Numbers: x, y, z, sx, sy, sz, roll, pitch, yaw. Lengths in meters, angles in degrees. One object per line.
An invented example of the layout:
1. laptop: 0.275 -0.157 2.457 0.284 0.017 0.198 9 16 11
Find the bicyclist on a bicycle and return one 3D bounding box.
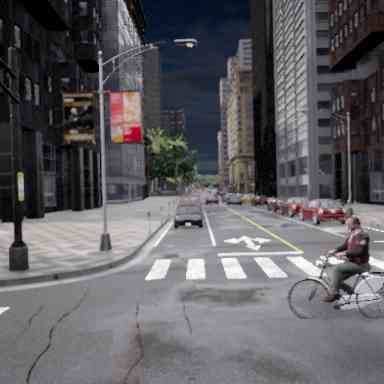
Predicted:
1. bicyclist on a bicycle: 2.531 1.291 5.610 1.843 1.776 0.659 -1 0 1

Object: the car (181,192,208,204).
1. car: -0.098 1.232 27.069 2.192 1.841 5.009 -2 0 1

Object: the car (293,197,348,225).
1. car: 8.329 1.167 21.487 1.967 1.590 4.097 -2 0 1

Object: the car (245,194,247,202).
1. car: 8.923 1.071 54.202 1.752 1.417 4.829 -2 0 1

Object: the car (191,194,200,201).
1. car: 0.792 1.204 75.896 1.887 1.381 4.507 -2 0 1

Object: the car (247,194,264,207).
1. car: 8.724 1.149 43.184 1.887 1.381 4.507 -2 0 1

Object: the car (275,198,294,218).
1. car: 8.427 1.136 26.911 1.967 1.590 4.097 -2 0 1

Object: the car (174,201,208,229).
1. car: -0.188 1.513 21.646 1.947 1.339 4.313 -2 0 1

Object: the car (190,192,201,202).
1. car: 0.687 1.001 70.470 2.192 1.841 5.009 -2 0 1

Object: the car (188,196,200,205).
1. car: 0.401 1.350 54.196 1.802 1.307 4.206 -2 0 1

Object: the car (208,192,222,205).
1. car: 3.122 1.185 51.943 1.882 1.535 5.008 -1 0 1

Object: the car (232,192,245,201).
1. car: 9.113 0.932 64.879 1.967 1.590 4.097 -2 0 1

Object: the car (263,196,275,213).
1. car: 8.529 1.247 32.336 1.802 1.307 4.206 -2 0 1

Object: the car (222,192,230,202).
1. car: 6.236 1.145 58.125 2.033 1.411 5.357 -1 0 1

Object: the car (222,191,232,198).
1. car: 9.601 0.676 91.999 2.192 1.841 5.009 -2 0 1

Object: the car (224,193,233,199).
1. car: 9.512 0.912 86.746 1.752 1.417 4.829 -2 0 1

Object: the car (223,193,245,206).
1. car: 6.088 1.212 48.243 1.994 1.385 4.181 -1 0 2

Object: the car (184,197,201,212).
1. car: 0.102 1.382 37.751 1.752 1.417 4.829 -2 0 1
